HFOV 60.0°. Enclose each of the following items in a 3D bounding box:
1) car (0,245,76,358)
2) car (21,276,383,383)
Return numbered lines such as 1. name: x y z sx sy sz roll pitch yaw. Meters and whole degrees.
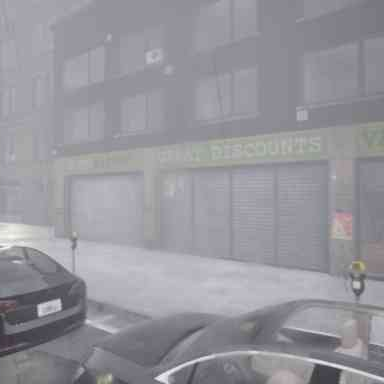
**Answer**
1. car: -3.592 1.590 5.666 4.313 1.339 1.947 0 0 36
2. car: 0.895 1.553 2.445 4.403 1.369 2.008 0 0 36
